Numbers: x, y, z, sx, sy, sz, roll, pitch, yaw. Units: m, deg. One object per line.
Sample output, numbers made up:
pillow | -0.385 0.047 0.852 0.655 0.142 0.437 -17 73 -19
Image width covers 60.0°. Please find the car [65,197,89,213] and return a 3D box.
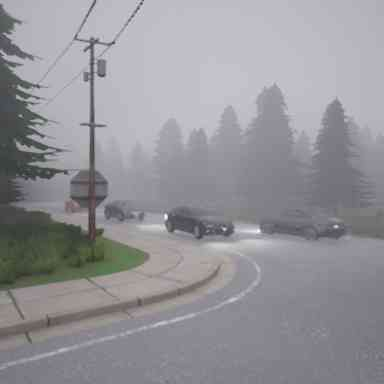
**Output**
car | -12.211 1.301 35.975 2.097 1.767 4.553 0 0 -34

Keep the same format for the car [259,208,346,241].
car | 5.298 1.500 16.394 1.994 1.385 4.181 0 0 -32

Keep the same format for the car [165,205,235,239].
car | 0.251 1.448 17.182 1.837 1.490 4.892 0 0 -30

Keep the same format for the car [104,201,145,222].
car | -5.332 1.434 25.859 2.128 1.511 4.902 0 0 -34
